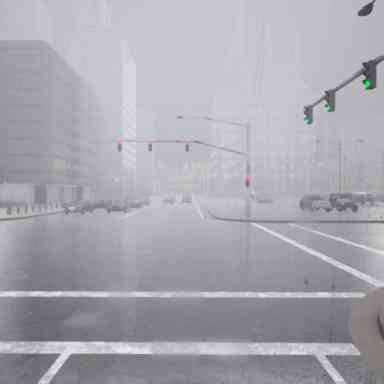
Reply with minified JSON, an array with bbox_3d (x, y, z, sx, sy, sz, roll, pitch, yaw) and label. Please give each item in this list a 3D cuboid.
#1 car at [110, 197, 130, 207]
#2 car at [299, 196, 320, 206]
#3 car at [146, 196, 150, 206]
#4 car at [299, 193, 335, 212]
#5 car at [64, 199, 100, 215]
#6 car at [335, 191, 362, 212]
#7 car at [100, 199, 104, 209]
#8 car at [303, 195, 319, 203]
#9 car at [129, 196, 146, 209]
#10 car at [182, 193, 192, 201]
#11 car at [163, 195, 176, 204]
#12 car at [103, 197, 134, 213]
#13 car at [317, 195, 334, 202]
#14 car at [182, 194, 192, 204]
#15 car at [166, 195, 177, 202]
[{"bbox_3d":[-11.592,1.536,53.943,2.033,1.411,5.357,0,0,0],"label":"car"},{"bbox_3d":[18.716,1.384,53.170,1.970,1.475,3.806,0,0,0],"label":"car"},{"bbox_3d":[-8.096,1.479,55.316,2.128,1.511,4.902,0,0,0],"label":"car"},{"bbox_3d":[13.159,1.146,35.743,1.932,1.855,4.605,0,0,0],"label":"car"},{"bbox_3d":[-11.481,1.484,34.135,2.128,1.511,4.902,0,0,0],"label":"car"},{"bbox_3d":[16.053,1.148,35.696,1.905,1.878,3.866,0,0,0],"label":"car"},{"bbox_3d":[-11.536,1.591,43.403,1.895,1.301,4.718,0,0,0],"label":"car"},{"bbox_3d":[24.446,1.381,68.286,1.970,1.475,3.806,0,0,0],"label":"car"},{"bbox_3d":[-8.047,1.342,45.432,2.097,1.767,4.553,0,0,0],"label":"car"},{"bbox_3d":[-1.122,1.165,74.393,2.097,1.767,4.553,0,0,0],"label":"car"},{"bbox_3d":[-4.569,1.550,65.564,1.994,1.385,4.181,0,0,0],"label":"car"},{"bbox_3d":[-7.996,1.556,36.730,1.994,1.385,4.181,0,0,0],"label":"car"},{"bbox_3d":[27.341,1.349,68.293,1.784,1.438,3.905,0,0,0],"label":"car"},{"bbox_3d":[-1.070,1.587,65.665,1.895,1.301,4.718,0,0,0],"label":"car"},{"bbox_3d":[-4.623,1.335,74.402,2.128,1.511,4.902,0,0,0],"label":"car"}]
